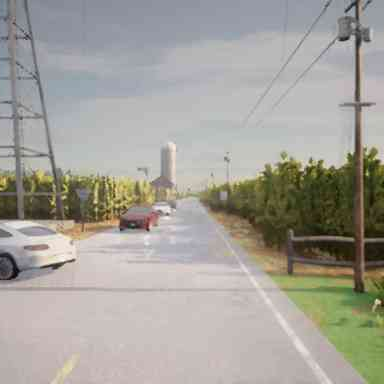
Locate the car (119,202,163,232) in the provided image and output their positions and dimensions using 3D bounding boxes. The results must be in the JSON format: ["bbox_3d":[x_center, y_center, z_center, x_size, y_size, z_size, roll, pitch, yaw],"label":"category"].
[{"bbox_3d":[-3.350,1.647,21.755,1.882,1.535,5.008,0,0,2],"label":"car"}]

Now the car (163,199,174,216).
[{"bbox_3d":[-3.282,1.803,35.692,1.812,1.442,4.674,0,0,0],"label":"car"}]

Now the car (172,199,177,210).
[{"bbox_3d":[-3.253,1.895,50.229,1.837,1.490,4.892,0,-1,0],"label":"car"}]

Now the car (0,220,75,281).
[{"bbox_3d":[-5.617,1.558,9.752,4.674,1.442,1.812,0,-2,22],"label":"car"}]
